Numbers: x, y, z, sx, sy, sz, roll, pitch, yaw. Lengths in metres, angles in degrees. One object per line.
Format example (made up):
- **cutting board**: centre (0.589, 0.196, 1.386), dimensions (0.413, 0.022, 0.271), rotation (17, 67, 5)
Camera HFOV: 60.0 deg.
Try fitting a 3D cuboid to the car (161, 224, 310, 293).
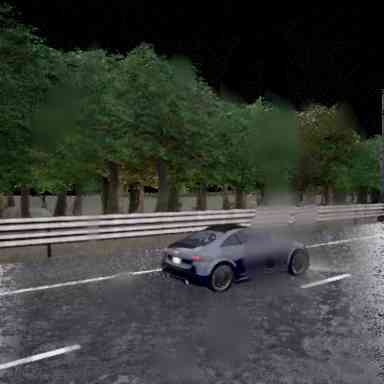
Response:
- **car**: centre (1.272, 1.574, 8.951), dimensions (4.181, 1.385, 1.994), rotation (0, 0, -35)
